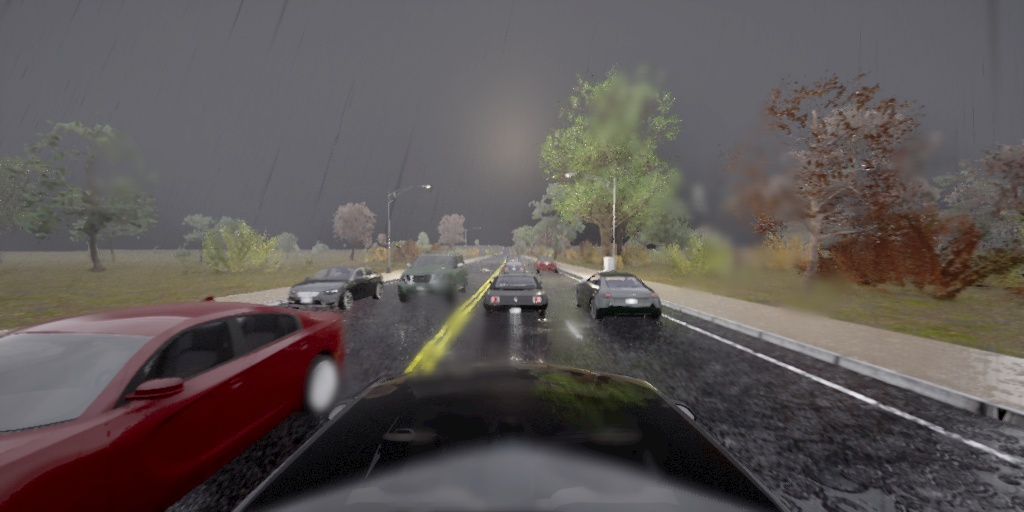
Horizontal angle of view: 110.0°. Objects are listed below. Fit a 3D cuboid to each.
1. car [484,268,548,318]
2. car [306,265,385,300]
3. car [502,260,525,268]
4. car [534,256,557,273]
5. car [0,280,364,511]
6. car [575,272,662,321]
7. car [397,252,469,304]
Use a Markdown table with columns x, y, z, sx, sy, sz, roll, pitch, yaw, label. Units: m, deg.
| x | y | z | sx | sy | sz | roll | pitch | yaw | label |
| --- | --- | --- | --- | --- | --- | --- | --- | --- | --- |
| 0.123 | 1.260 | 12.517 | 1.895 | 1.301 | 4.718 | 0 | 0 | 0 | car |
| -6.545 | 1.133 | 13.915 | 2.128 | 1.511 | 4.902 | 0 | 1 | 0 | car |
| 0.164 | 1.044 | 30.710 | 2.033 | 1.411 | 5.357 | 0 | 1 | 0 | car |
| 3.427 | 0.791 | 37.260 | 2.097 | 1.767 | 4.553 | 0 | 1 | 0 | car |
| -3.318 | 1.214 | 3.102 | 1.882 | 1.535 | 5.008 | 0 | 1 | 0 | car |
| 3.372 | 1.229 | 12.098 | 1.994 | 1.385 | 4.181 | 0 | 0 | 0 | car |
| -3.274 | 0.848 | 16.033 | 2.150 | 2.045 | 5.566 | 0 | 0 | 1 | car |
